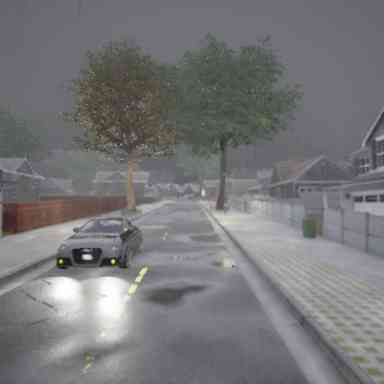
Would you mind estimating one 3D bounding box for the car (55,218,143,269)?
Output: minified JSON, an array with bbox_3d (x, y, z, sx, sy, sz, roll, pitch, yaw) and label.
[{"bbox_3d":[-2.821,1.561,10.948,1.994,1.385,4.181,0,0,0],"label":"car"}]
